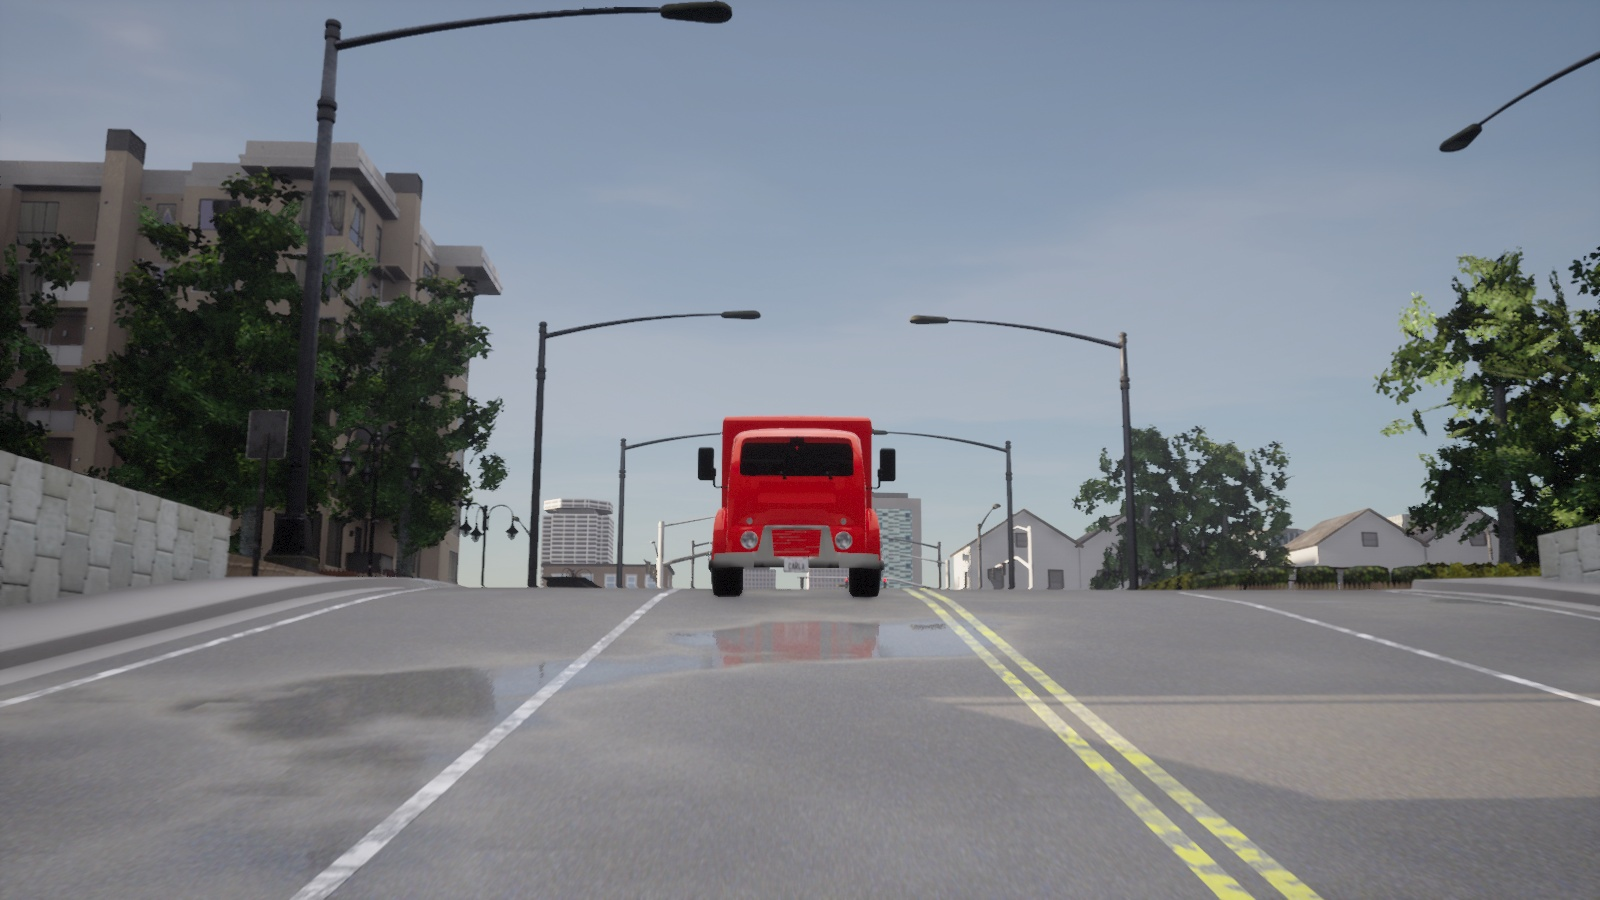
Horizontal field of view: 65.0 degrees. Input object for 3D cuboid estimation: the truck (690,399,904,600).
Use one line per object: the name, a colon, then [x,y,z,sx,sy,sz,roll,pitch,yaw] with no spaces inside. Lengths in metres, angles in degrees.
truck: [-0.046,0.823,18.070,2.627,2.467,5.204,0,-5,0]
